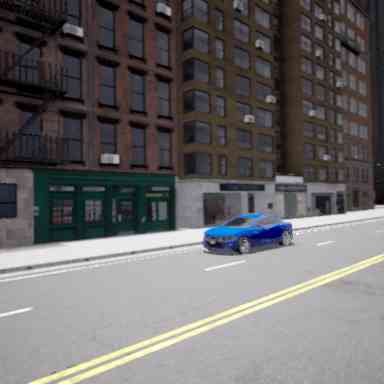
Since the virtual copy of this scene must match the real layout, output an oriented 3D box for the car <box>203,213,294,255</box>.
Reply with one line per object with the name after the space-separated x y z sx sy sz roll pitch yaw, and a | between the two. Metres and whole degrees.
2.644 1.758 14.979 5.008 1.535 1.882 0 -2 -43 | car
